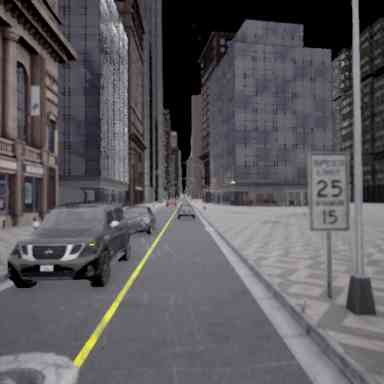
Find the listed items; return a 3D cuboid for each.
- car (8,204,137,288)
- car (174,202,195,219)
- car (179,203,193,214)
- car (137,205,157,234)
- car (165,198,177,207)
[{"bbox_3d":[-3.283,1.406,10.169,2.150,2.045,5.566,0,-1,-1],"label":"car"},{"bbox_3d":[-0.603,2.081,35.420,2.033,1.411,5.357,0,-1,-1],"label":"car"},{"bbox_3d":[-0.855,2.263,47.210,1.994,1.385,4.181,0,-1,-1],"label":"car"},{"bbox_3d":[-3.504,1.705,21.531,2.097,1.767,4.553,0,-1,-1],"label":"car"},{"bbox_3d":[-4.485,2.228,72.109,2.150,2.045,5.566,0,-1,-1],"label":"car"}]
